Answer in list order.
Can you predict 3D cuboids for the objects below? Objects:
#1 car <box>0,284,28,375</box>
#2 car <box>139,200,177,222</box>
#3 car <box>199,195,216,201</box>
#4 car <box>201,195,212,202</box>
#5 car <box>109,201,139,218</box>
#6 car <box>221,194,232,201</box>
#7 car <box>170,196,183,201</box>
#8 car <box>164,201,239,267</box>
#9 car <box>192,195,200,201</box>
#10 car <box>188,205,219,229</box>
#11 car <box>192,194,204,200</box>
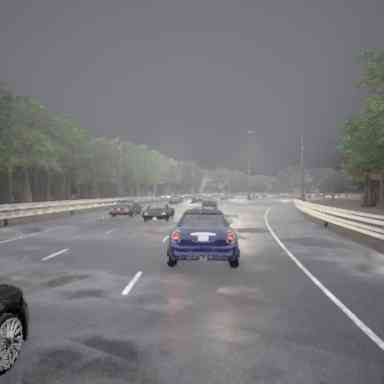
[{"bbox_3d":[-3.186,1.480,2.674,2.128,1.511,4.902,0,0,1],"label":"car"},{"bbox_3d":[-2.472,1.584,25.872,1.895,1.301,4.718,0,0,4],"label":"car"},{"bbox_3d":[2.257,1.468,41.789,1.837,1.490,4.892,0,0,6],"label":"car"},{"bbox_3d":[3.398,1.453,76.326,1.895,1.301,4.718,0,0,10],"label":"car"},{"bbox_3d":[-5.812,1.502,29.870,2.033,1.411,5.357,0,0,5],"label":"car"},{"bbox_3d":[8.277,1.371,83.511,2.128,1.511,4.902,0,0,11],"label":"car"},{"bbox_3d":[-2.755,1.458,59.006,1.994,1.385,4.181,0,0,8],"label":"car"},{"bbox_3d":[0.384,1.354,11.679,2.097,1.767,4.553,0,0,2],"label":"car"},{"bbox_3d":[1.285,1.249,62.243,2.097,1.767,4.553,0,0,8],"label":"car"},{"bbox_3d":[0.808,1.599,22.513,1.895,1.301,4.718,0,0,3],"label":"car"},{"bbox_3d":[1.570,1.361,85.676,2.033,1.411,5.357,0,0,11],"label":"car"}]
